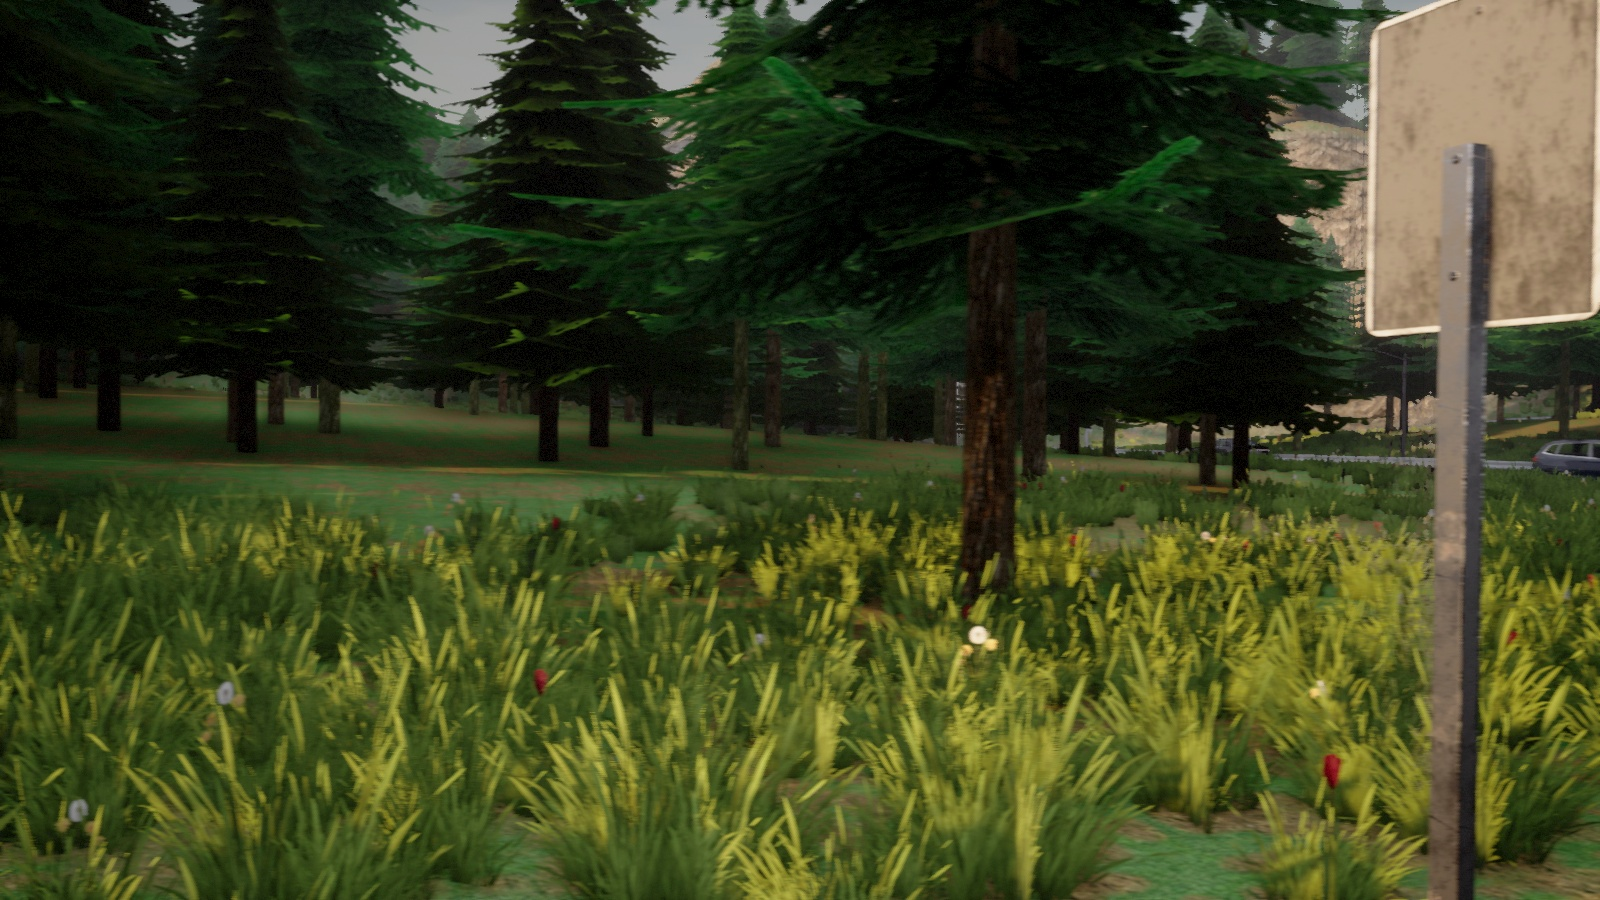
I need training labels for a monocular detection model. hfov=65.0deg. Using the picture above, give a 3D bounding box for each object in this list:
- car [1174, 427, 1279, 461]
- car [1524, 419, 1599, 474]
[{"bbox_3d":[20.485,-0.313,60.531,2.128,1.511,4.902,-1,1,-21],"label":"car"},{"bbox_3d":[25.122,-0.117,38.553,2.242,1.667,4.611,-1,1,-21],"label":"car"}]
